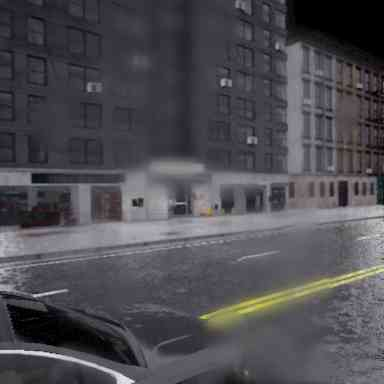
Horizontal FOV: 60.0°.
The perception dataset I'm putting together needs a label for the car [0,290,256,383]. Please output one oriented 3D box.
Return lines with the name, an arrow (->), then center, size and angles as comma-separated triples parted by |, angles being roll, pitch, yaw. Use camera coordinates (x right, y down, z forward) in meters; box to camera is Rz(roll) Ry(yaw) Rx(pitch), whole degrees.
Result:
car -> -1.674, 1.507, 2.244 | 4.892, 1.490, 1.837 | -1, 0, -35
